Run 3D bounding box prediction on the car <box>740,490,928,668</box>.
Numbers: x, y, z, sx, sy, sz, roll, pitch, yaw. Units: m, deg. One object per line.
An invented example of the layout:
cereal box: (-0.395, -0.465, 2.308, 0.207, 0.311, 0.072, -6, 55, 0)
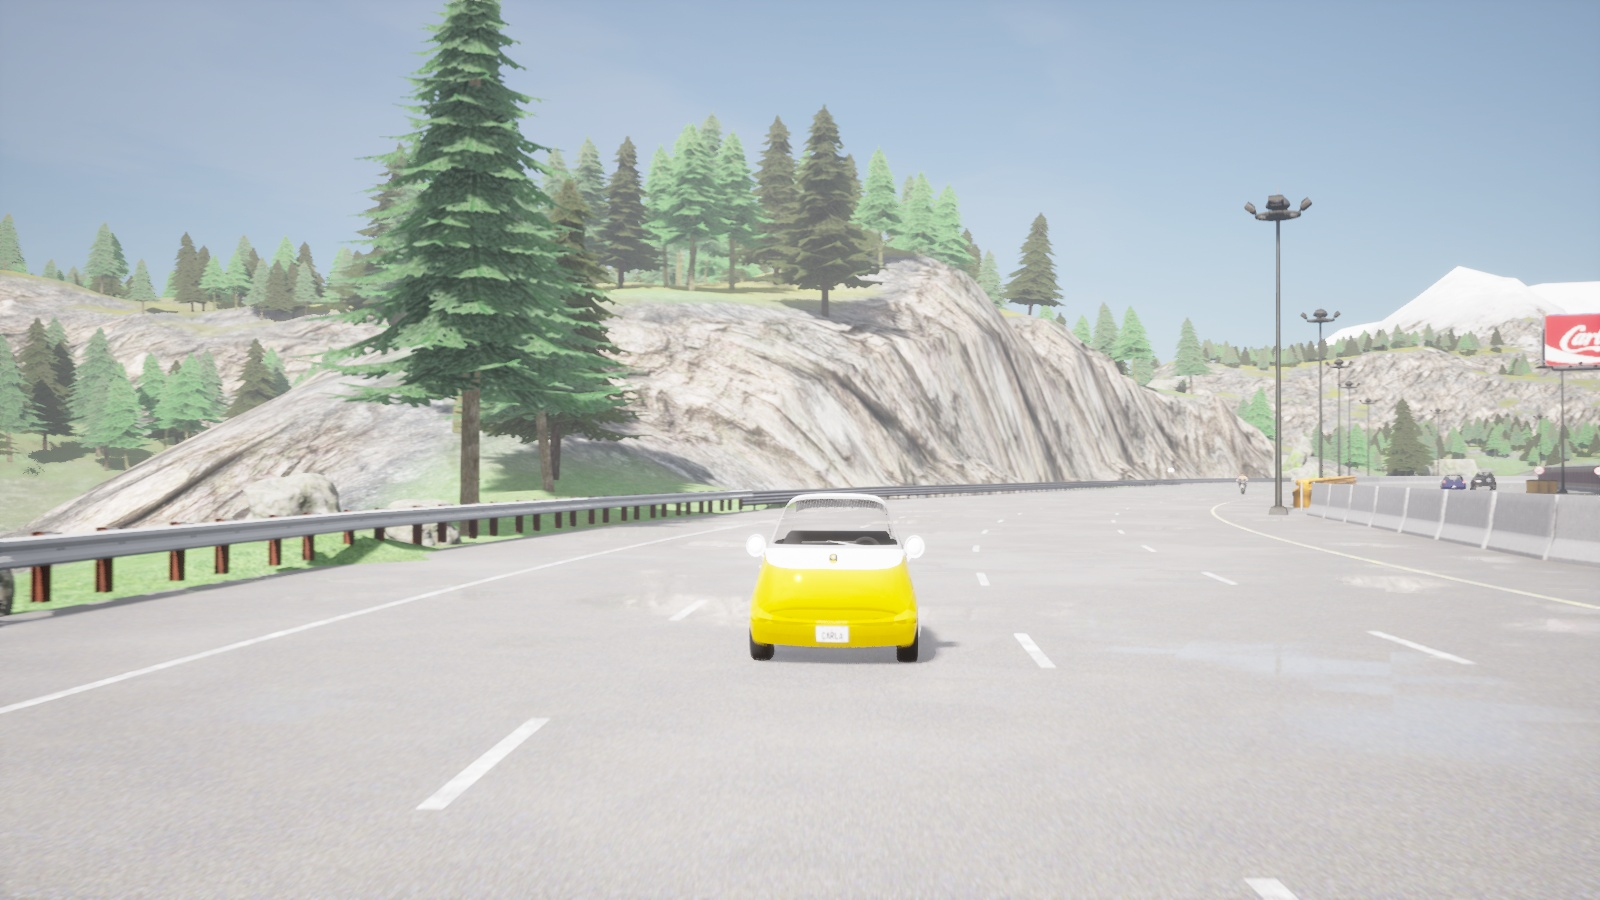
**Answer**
car: (0.343, 1.053, 11.033, 1.481, 1.376, 2.207, 0, -1, 4)
